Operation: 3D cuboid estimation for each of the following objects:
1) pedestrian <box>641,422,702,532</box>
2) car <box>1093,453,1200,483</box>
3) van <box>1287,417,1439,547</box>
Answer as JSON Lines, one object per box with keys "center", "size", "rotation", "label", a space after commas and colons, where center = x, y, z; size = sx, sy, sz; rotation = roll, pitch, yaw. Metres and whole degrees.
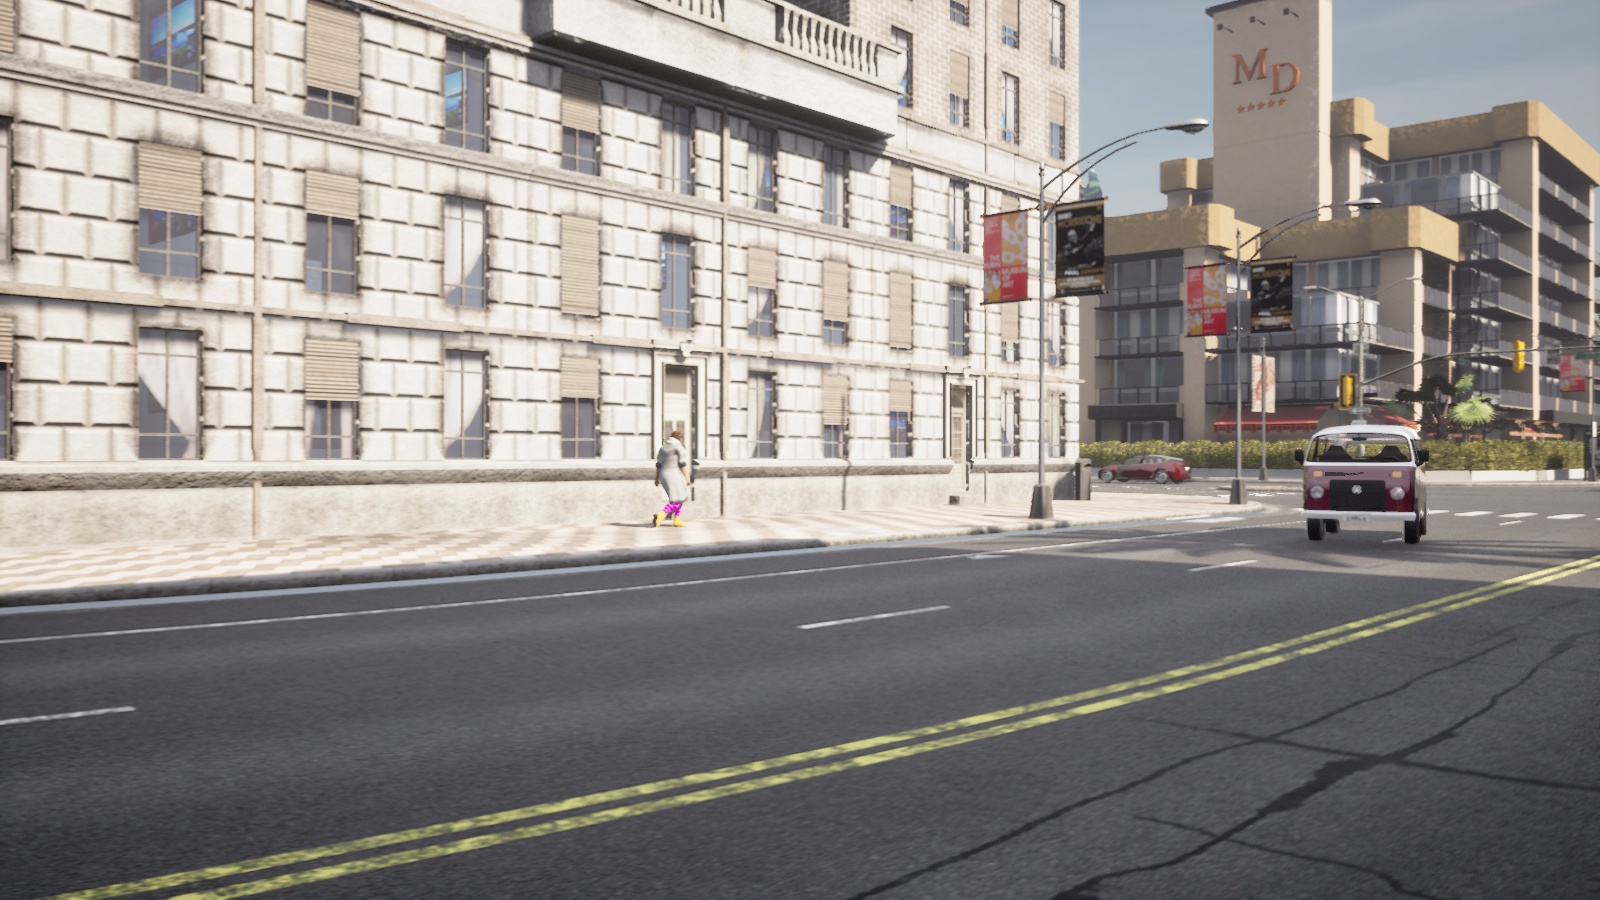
{"center": [-2.327, 0.481, 22.800], "size": [0.873, 1.952, 0.659], "rotation": [0, 0, -40], "label": "pedestrian"}
{"center": [17.718, 0.904, 64.337], "size": [4.792, 1.488, 2.163], "rotation": [0, 0, 42], "label": "car"}
{"center": [10.064, 0.513, 22.239], "size": [2.069, 2.038, 4.480], "rotation": [0, 0, 29], "label": "van"}
